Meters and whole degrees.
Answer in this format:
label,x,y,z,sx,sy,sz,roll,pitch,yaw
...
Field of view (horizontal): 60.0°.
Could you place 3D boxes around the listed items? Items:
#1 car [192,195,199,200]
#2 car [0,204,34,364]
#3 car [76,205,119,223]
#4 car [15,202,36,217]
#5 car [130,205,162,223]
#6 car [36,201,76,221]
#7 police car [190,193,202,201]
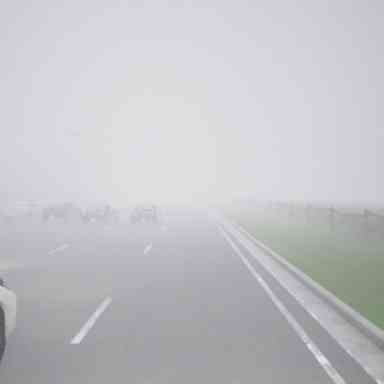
label,x,y,z,sx,sy,sz,roll,pitch,yaw
car,1.055,1.599,94.178,1.837,1.490,4.892,0,0,0
car,-3.399,1.224,2.032,2.150,2.045,5.566,0,0,0
car,-6.898,1.626,25.411,1.895,1.301,4.718,0,0,0
car,-13.897,1.553,27.966,1.812,1.442,4.674,0,0,0
car,-3.397,1.626,25.411,1.895,1.301,4.718,0,0,0
car,-10.396,1.531,26.986,1.837,1.490,4.892,0,0,0
police car,1.055,1.509,84.288,1.930,1.638,5.238,0,0,0
